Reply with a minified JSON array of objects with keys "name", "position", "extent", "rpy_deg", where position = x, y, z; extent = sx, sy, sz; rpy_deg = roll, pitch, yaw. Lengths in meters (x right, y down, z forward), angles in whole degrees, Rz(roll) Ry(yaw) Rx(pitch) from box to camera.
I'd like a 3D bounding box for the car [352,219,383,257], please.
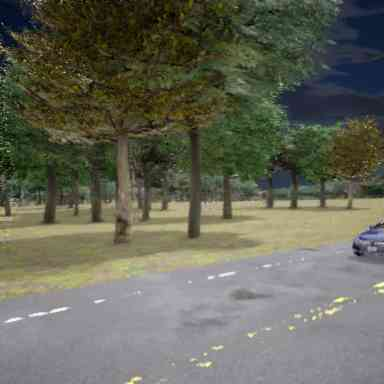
[{"name":"car","position":[7.932,1.640,12.451],"extent":[4.674,1.442,1.812],"rpy_deg":[0,-1,-34]}]
